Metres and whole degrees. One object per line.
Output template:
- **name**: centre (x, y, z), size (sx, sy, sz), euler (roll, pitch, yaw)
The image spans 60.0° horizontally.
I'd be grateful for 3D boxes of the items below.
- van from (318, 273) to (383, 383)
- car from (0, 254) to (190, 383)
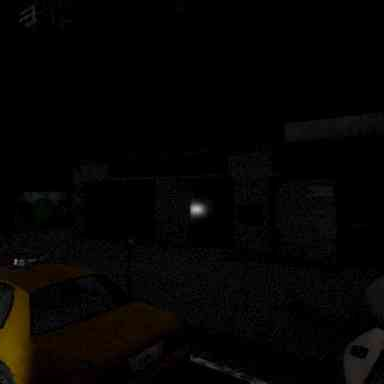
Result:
- **van**: centre (2.449, 1.343, 1.099), size (3.998, 1.788, 1.690), euler (0, 0, 35)
- **car**: centre (-2.306, 1.520, 4.488), size (4.829, 1.417, 1.752), euler (0, 0, 35)
